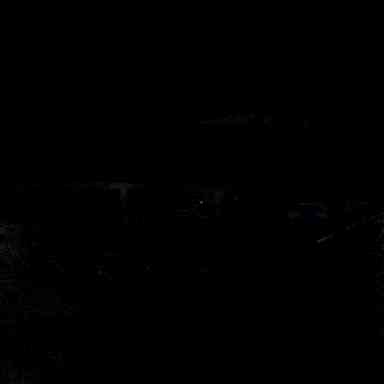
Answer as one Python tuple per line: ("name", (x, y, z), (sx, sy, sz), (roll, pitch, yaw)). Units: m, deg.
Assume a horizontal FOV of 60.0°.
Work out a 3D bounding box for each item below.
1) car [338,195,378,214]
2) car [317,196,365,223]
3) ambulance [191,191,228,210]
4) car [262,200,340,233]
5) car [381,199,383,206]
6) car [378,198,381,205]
("car", (16.815, 1.220, 34.590), (3.866, 1.878, 1.905), (1, 0, 35))
("car", (9.416, 1.297, 24.153), (5.027, 1.636, 2.152), (1, 0, 35))
("ambulance", (2.379, 1.021, 44.768), (2.351, 2.431, 6.366), (1, 0, 35))
("car", (5.968, 1.379, 18.730), (3.806, 1.475, 1.970), (1, 0, 35))
("car", (29.016, 1.514, 52.283), (3.633, 1.501, 1.845), (1, 0, 35))
("car", (18.159, 1.237, 37.200), (4.605, 1.855, 1.932), (1, 0, 35))
